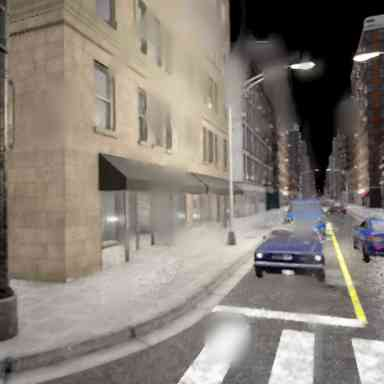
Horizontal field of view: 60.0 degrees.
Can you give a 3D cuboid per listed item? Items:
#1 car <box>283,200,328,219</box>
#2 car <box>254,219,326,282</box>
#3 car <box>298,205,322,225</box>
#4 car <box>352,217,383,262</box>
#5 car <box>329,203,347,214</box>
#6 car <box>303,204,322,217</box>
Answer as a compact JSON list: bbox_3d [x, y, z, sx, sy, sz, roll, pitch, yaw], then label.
[{"bbox_3d":[6.746,1.516,19.724,2.150,2.045,5.566,-2,-1,21],"label":"car"},{"bbox_3d":[3.230,1.767,10.535,1.895,1.301,4.718,-2,-1,21],"label":"car"},{"bbox_3d":[10.386,1.953,29.157,1.812,1.442,4.674,-2,-1,21],"label":"car"},{"bbox_3d":[7.105,1.655,12.293,1.812,1.442,4.674,-2,-1,21],"label":"car"},{"bbox_3d":[18.717,2.084,42.658,1.812,1.442,4.674,-2,-1,21],"label":"car"},{"bbox_3d":[14.030,2.160,38.542,1.895,1.301,4.718,-2,-1,22],"label":"car"}]
